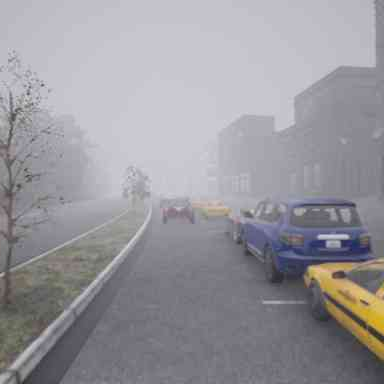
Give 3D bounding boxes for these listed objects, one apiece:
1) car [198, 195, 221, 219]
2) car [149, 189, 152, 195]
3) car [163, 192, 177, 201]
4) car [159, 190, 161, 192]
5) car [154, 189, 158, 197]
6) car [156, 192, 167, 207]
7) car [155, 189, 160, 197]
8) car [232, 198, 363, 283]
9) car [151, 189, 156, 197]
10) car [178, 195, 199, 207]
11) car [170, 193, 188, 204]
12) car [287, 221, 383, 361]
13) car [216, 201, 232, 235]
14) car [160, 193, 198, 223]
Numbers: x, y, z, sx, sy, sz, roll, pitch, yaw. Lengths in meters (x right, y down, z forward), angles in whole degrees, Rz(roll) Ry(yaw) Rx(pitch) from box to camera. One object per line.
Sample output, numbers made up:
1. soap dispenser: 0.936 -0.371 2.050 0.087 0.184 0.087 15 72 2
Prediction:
1. car: 1.774 1.269 26.454 1.946 1.575 5.366 0 1 -5
2. car: -9.694 0.253 91.834 2.435 2.045 5.566 0 1 -11
3. car: -4.298 0.873 64.602 2.231 1.521 4.892 0 1 -11
4. car: -5.377 0.844 70.046 2.002 1.452 4.674 0 1 -11
5. car: -7.533 0.700 80.927 2.002 1.452 4.674 0 1 -11
6. car: -3.043 1.120 40.954 1.882 1.535 5.008 0 1 -8
7. car: -6.462 0.762 75.516 2.163 1.488 4.792 0 1 -11
8. car: 2.867 1.166 9.617 2.435 2.045 5.566 0 0 -2
9. car: -8.618 0.614 86.399 2.163 1.488 4.792 0 1 -11
10. car: -0.481 1.130 44.370 2.163 1.488 4.792 0 1 -8
11. car: -2.161 0.999 53.819 2.097 1.535 5.008 0 1 -11
12. car: 3.022 1.451 4.211 1.946 1.575 5.366 0 0 -1
13. car: 2.632 1.375 15.162 2.231 1.521 4.892 0 0 -2
14. car: -1.036 1.161 23.810 2.097 1.767 4.553 0 0 -5
